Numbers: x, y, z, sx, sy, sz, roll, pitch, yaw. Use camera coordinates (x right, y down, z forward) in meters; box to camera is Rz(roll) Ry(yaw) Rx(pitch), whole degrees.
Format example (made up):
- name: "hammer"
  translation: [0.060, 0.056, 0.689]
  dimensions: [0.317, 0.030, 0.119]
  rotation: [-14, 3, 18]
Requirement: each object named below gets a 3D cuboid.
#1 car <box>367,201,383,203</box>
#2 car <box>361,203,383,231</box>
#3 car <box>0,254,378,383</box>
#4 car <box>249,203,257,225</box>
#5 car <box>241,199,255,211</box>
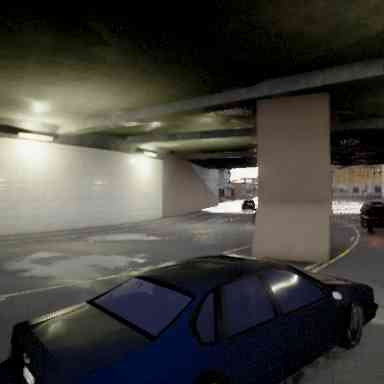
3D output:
- name: "car"
  translation: [19.928, 1.705, 36.362]
  dimensions: [1.812, 1.442, 4.674]
  rotation: [0, -1, 14]
- name: "car"
  translation: [11.783, 1.627, 20.808]
  dimensions: [1.812, 1.442, 4.674]
  rotation: [0, 0, 21]
- name: "car"
  translation: [0.535, 1.583, 4.420]
  dimensions: [5.357, 1.411, 2.033]
  rotation: [0, -1, -41]
- name: "car"
  translation: [5.896, 1.738, 25.475]
  dimensions: [1.994, 1.385, 4.181]
  rotation: [0, 0, 18]
- name: "car"
  translation: [8.047, 1.840, 47.032]
  dimensions: [1.837, 1.490, 4.892]
  rotation: [0, -1, 15]
